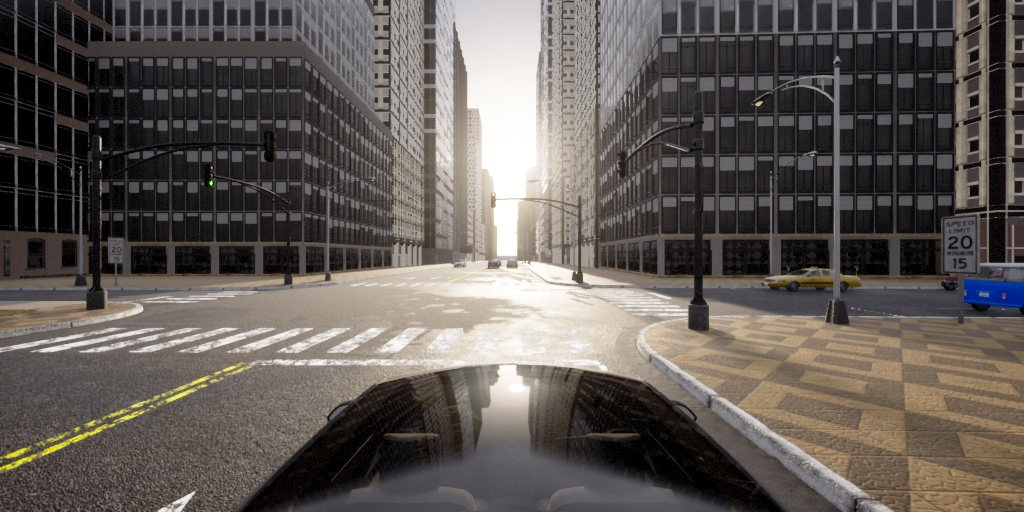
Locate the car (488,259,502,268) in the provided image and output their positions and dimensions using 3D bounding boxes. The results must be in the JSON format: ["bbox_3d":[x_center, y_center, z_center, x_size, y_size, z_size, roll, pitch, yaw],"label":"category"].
[{"bbox_3d":[-3.212,1.335,62.826,1.882,1.535,5.008,0,0,0],"label":"car"}]

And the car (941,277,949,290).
[{"bbox_3d":[26.933,1.356,20.155,4.207,1.307,1.802,0,0,2],"label":"car"}]

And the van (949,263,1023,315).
[{"bbox_3d":[18.365,1.119,12.474,3.998,1.789,1.690,0,0,2],"label":"van"}]

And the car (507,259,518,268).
[{"bbox_3d":[0.039,1.425,63.657,1.994,1.385,4.181,0,0,0],"label":"car"}]

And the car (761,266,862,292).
[{"bbox_3d":[17.099,1.293,20.646,4.829,1.417,1.751,0,0,2],"label":"car"}]
